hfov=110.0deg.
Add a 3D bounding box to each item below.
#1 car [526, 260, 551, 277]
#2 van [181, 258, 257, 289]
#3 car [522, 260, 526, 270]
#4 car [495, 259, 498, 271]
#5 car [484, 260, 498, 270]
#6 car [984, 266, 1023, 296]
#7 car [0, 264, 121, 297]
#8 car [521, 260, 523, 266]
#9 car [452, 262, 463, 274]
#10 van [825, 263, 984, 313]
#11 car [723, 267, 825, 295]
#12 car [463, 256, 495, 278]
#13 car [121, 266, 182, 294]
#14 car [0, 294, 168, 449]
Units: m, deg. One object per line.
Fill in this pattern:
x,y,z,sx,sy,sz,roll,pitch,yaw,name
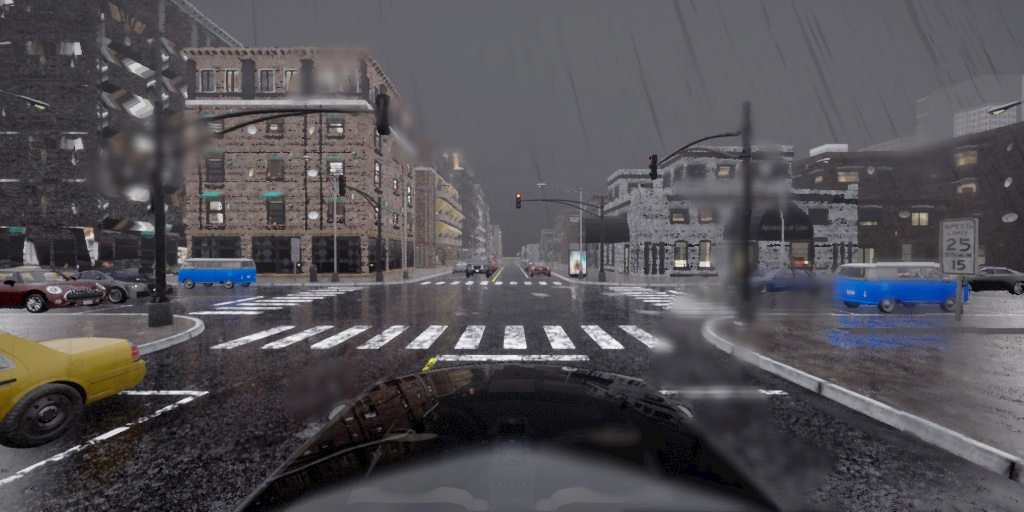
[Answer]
2.668,1.195,35.241,1.967,1.591,4.097,0,0,0,car
-17.778,1.030,21.666,3.998,1.789,1.690,0,0,0,van
2.660,1.347,46.634,1.802,1.307,4.207,0,0,0,car
-3.126,0.985,45.057,2.150,2.045,5.566,0,0,0,car
-3.121,1.299,54.979,1.812,1.442,4.674,0,0,0,car
24.871,1.290,19.416,4.902,1.511,2.128,0,0,-1,car
-17.730,1.190,13.286,4.097,1.591,1.967,0,0,0,car
2.656,1.321,52.331,2.007,1.370,4.403,0,0,0,car
-5.717,1.310,40.920,2.007,1.370,4.403,0,0,0,car
14.648,1.156,13.548,3.998,1.789,1.690,0,0,0,van
14.498,1.320,19.334,5.357,1.411,2.033,0,0,-1,car
-3.116,0.977,34.748,2.150,2.045,5.566,0,0,0,car
-17.743,1.296,15.869,4.181,1.385,1.994,0,0,-1,car
-5.692,1.275,2.598,1.751,1.417,4.829,0,0,0,car
